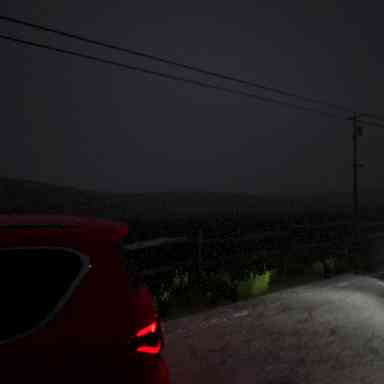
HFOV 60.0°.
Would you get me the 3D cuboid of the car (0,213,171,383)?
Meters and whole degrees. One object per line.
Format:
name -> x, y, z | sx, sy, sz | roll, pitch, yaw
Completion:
car -> -2.767, 1.221, 1.669 | 5.566, 2.045, 2.150 | -1, 0, -35
